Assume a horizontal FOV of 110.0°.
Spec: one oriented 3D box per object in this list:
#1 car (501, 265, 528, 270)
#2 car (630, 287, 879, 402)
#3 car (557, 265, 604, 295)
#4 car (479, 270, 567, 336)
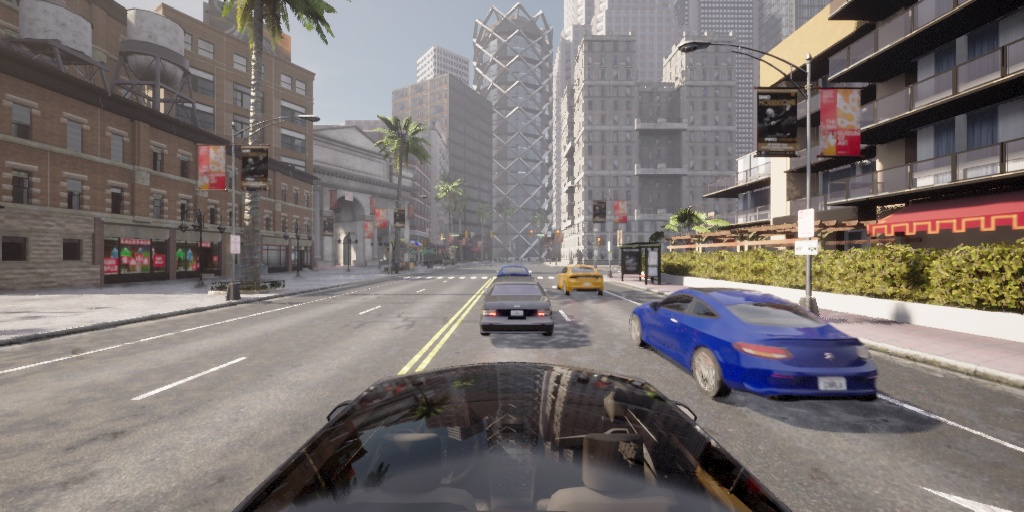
[{"bbox_3d":[0.116,1.228,20.173,1.882,1.535,5.008,0,0,0],"label":"car"},{"bbox_3d":[3.629,1.275,6.374,1.812,1.442,4.674,0,0,0],"label":"car"},{"bbox_3d":[3.615,1.228,19.675,1.882,1.535,5.008,0,0,0],"label":"car"},{"bbox_3d":[0.108,1.297,10.386,2.033,1.411,5.357,0,0,0],"label":"car"}]
